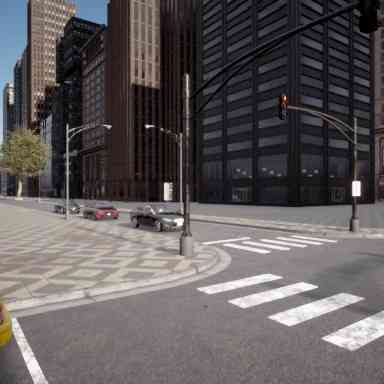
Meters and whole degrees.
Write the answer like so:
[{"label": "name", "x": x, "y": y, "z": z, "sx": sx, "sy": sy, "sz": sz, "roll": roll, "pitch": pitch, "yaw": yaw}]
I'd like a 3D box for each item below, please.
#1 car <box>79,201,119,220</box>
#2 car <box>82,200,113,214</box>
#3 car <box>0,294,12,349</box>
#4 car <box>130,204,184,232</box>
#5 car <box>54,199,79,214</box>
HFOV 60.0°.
[{"label": "car", "x": -7.868, "y": 1.630, "z": 28.539, "sx": 1.994, "sy": 1.385, "sz": 4.181, "roll": 0, "pitch": 0, "yaw": -35}, {"label": "car", "x": -10.864, "y": 1.684, "z": 38.156, "sx": 1.895, "sy": 1.301, "sz": 4.718, "roll": 0, "pitch": 0, "yaw": -36}, {"label": "car", "x": -4.600, "y": 1.525, "z": 3.368, "sx": 4.829, "sy": 1.417, "sz": 1.752, "roll": 0, "pitch": 0, "yaw": -36}, {"label": "car", "x": -2.113, "y": 1.534, "z": 20.542, "sx": 2.128, "sy": 1.511, "sz": 4.902, "roll": 0, "pitch": 0, "yaw": -36}, {"label": "car", "x": -13.893, "y": 1.596, "z": 36.911, "sx": 1.837, "sy": 1.490, "sz": 4.892, "roll": 0, "pitch": 0, "yaw": -36}]
